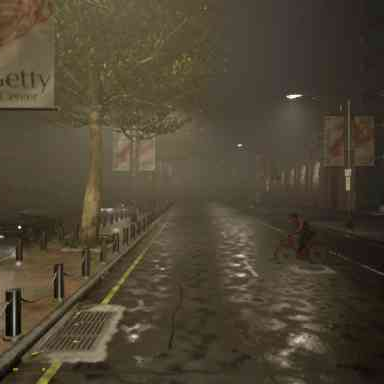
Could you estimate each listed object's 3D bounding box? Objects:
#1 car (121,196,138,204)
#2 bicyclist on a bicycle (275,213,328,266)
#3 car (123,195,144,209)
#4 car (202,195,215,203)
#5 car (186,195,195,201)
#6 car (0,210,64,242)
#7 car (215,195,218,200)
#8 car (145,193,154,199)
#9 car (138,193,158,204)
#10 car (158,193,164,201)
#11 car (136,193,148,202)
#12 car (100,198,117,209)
[{"bbox_3d":[-11.820,1.491,63.171,2.128,1.511,4.902,0,0,0],"label":"car"},{"bbox_3d":[3.322,1.452,10.148,1.656,1.620,0.582,-2,0,0],"label":"bicyclist on a bicycle"},{"bbox_3d":[-8.298,1.505,46.275,1.837,1.490,4.892,0,0,0],"label":"car"},{"bbox_3d":[3.189,1.540,72.109,2.033,1.411,5.357,0,0,0],"label":"car"},{"bbox_3d":[-0.351,1.478,80.383,1.882,1.535,5.008,0,0,0],"label":"car"},{"bbox_3d":[-8.135,1.601,16.451,1.895,1.301,4.718,0,0,0],"label":"car"},{"bbox_3d":[6.337,1.595,94.091,1.895,1.301,4.718,0,0,0],"label":"car"},{"bbox_3d":[-11.911,1.099,93.961,2.097,1.767,4.553,0,0,0],"label":"car"},{"bbox_3d":[-8.325,1.221,62.360,2.150,2.045,5.566,0,0,0],"label":"car"},{"bbox_3d":[-8.341,1.524,78.070,1.812,1.442,4.674,0,0,0],"label":"car"},{"bbox_3d":[-11.844,1.225,78.793,2.150,2.045,5.566,0,0,0],"label":"car"},{"bbox_3d":[-11.798,1.564,46.381,1.994,1.385,4.181,0,0,0],"label":"car"}]
